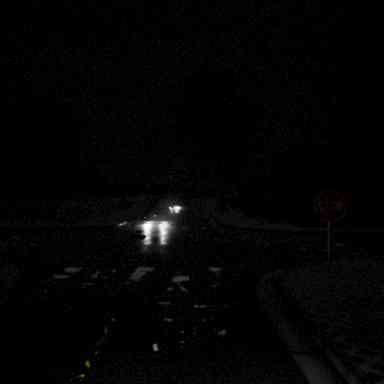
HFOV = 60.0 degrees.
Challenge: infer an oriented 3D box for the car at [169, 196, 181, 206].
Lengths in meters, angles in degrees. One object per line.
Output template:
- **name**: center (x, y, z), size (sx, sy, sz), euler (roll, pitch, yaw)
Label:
- **car**: center (-2.746, 1.387, 51.665), size (2.128, 1.511, 4.902), euler (0, 0, 0)

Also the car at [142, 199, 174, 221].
- **car**: center (-2.757, 1.563, 26.768), size (1.994, 1.385, 4.181), euler (0, 1, 0)
